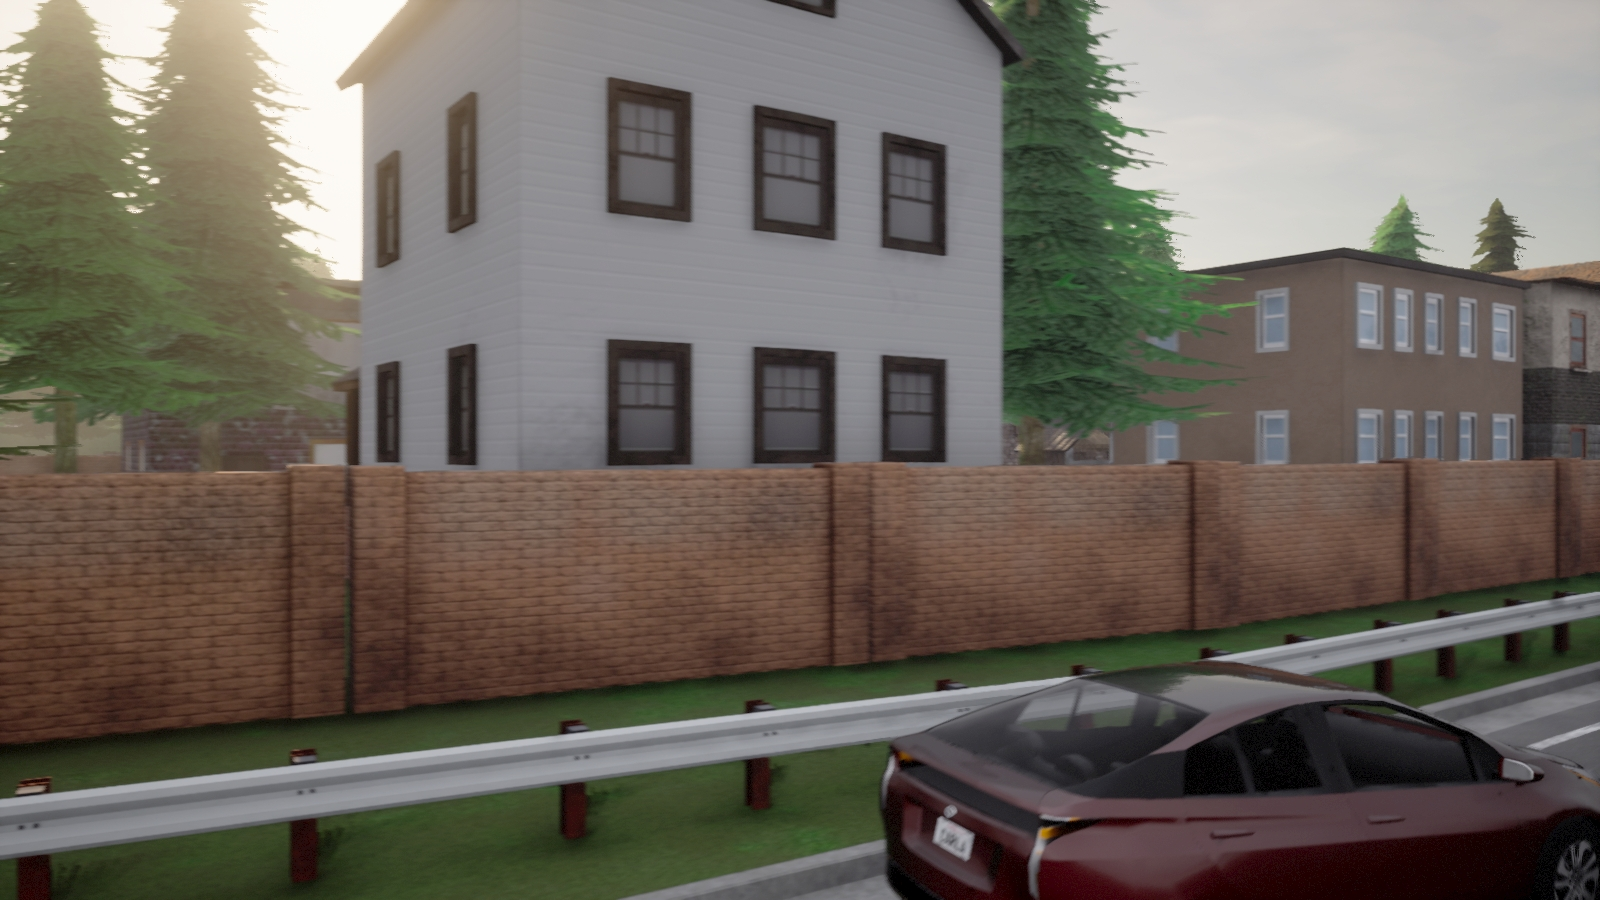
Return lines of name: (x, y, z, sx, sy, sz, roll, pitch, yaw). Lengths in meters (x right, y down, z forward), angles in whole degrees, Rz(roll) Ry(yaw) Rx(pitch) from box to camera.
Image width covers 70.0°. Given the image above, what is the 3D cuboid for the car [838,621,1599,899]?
car: (2.685, 2.040, 6.652, 4.514, 1.525, 2.007, 0, 0, -26)
